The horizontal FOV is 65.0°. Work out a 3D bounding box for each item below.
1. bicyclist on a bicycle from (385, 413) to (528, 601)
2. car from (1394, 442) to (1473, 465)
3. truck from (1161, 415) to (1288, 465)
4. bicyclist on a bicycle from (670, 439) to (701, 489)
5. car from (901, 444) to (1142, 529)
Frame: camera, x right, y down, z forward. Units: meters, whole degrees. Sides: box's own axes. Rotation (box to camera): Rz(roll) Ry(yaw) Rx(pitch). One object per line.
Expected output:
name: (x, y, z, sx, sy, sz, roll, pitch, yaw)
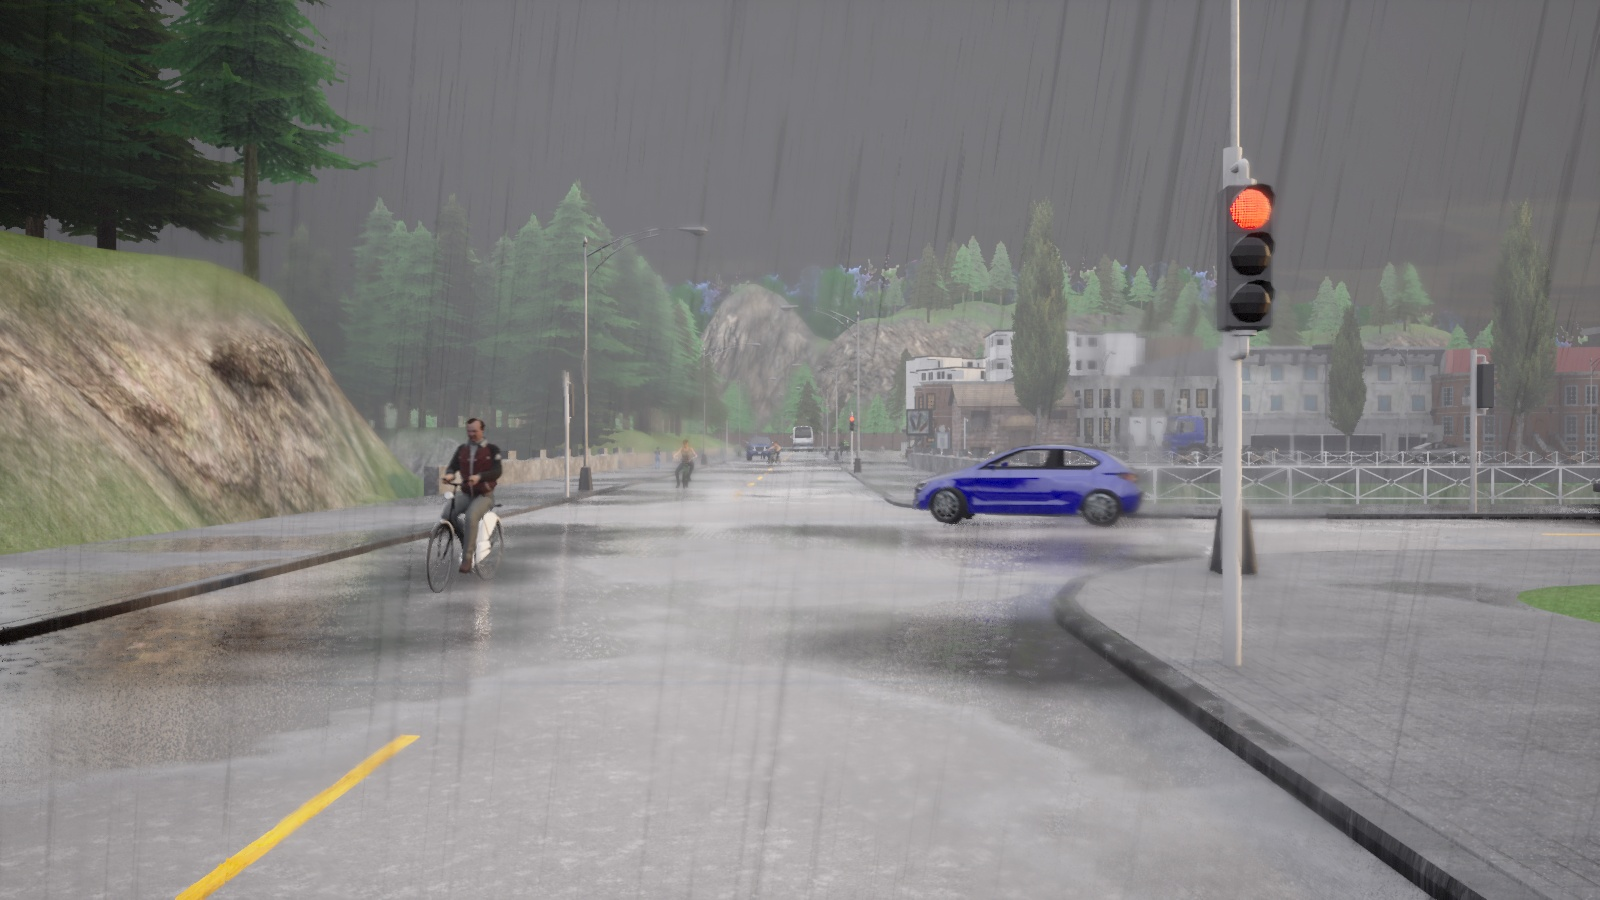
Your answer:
bicyclist on a bicycle: (-3.487, 0.541, 12.915, 0.659, 1.776, 1.843, 1, 0, 10)
car: (44.290, 0.233, 87.860, 4.514, 1.525, 2.007, 0, 0, 0)
truck: (29.648, -0.708, 87.929, 7.936, 3.462, 2.891, 0, 0, 0)
bicyclist on a bicycle: (-3.753, 0.448, 41.180, 0.866, 1.612, 1.509, 0, 0, 0)
car: (4.138, 0.632, 23.355, 4.193, 1.474, 1.816, 0, 1, 19)
